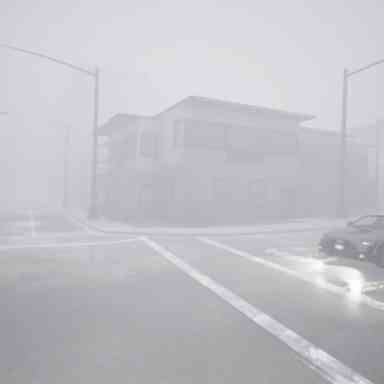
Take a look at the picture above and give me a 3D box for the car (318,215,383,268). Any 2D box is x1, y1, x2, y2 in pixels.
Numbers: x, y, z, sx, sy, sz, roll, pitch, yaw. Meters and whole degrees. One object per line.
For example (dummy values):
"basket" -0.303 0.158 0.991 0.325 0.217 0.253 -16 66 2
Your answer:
"car" 6.155 1.460 10.797 4.181 1.385 1.994 0 1 -27
